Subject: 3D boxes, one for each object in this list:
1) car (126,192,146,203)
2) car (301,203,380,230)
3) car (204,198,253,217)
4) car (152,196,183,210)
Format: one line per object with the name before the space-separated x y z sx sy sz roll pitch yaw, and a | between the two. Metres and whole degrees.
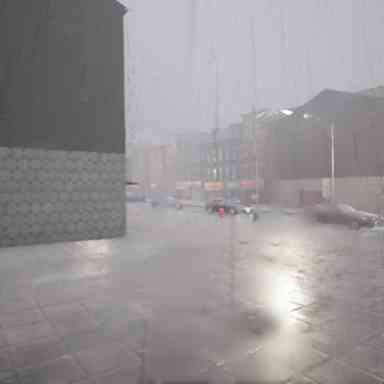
car | -8.746 0.730 50.168 2.097 1.767 4.553 -1 1 -35
car | 8.877 1.412 20.299 1.812 1.442 4.674 -1 1 -34
car | 3.060 1.242 28.467 2.128 1.511 4.902 -1 1 -35
car | -2.821 1.137 36.751 1.812 1.442 4.674 -1 1 -35
